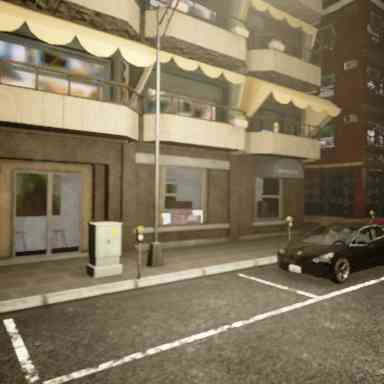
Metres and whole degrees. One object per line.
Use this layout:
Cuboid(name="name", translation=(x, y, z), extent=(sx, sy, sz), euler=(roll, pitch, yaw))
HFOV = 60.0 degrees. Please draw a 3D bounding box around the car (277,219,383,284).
Cuboid(name="car", translation=(4.386, 1.571, 9.675), extent=(4.313, 1.339, 1.947), euler=(0, 1, -35))
